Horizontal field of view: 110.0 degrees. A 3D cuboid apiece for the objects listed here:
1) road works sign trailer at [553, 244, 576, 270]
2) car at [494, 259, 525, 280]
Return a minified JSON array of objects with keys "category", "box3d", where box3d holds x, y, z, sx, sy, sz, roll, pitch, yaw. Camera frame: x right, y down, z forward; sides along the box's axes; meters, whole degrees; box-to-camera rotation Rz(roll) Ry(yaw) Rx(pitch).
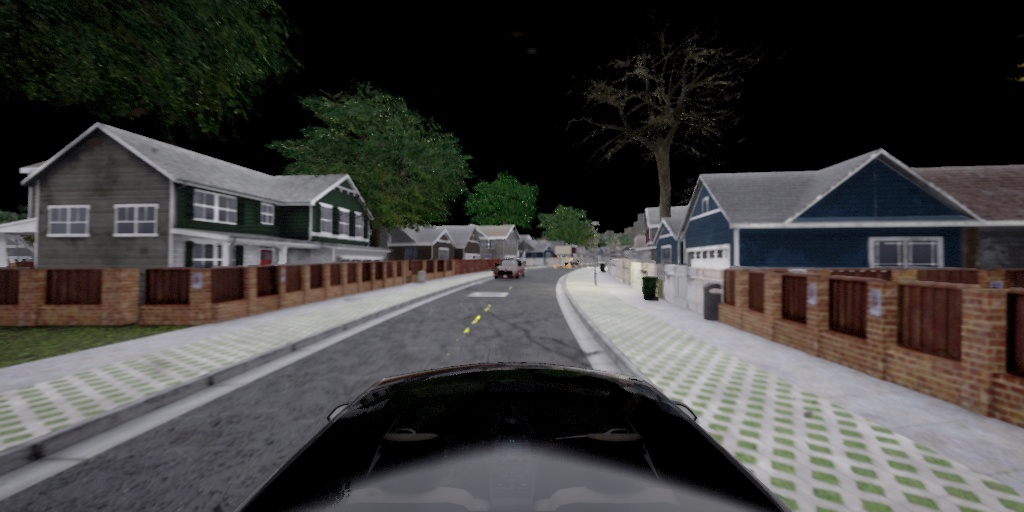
[{"category":"road works sign trailer","box3d":[7.180,0.183,50.149,2.380,3.560,2.880,0,0,19]},{"category":"car","box3d":[-0.157,1.059,30.776,2.097,1.767,4.553,0,0,10]}]
